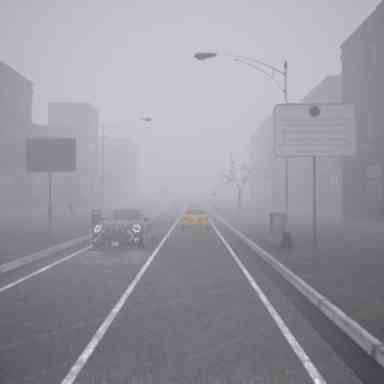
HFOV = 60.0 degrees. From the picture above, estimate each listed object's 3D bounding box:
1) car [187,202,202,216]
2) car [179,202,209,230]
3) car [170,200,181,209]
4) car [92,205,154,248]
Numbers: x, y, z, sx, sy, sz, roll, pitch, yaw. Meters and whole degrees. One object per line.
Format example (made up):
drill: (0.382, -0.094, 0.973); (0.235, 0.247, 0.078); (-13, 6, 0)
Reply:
car: (0.338, 2.081, 41.981); (1.837, 1.490, 4.892); (0, 0, 0)
car: (0.231, 1.756, 23.467); (1.801, 1.575, 5.366); (0, -1, 0)
car: (-2.723, 2.012, 56.620); (2.033, 1.411, 5.357); (0, 1, 1)
car: (-3.015, 1.504, 15.368); (2.097, 1.767, 4.553); (0, -1, 0)
